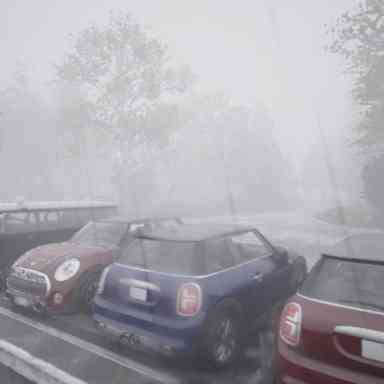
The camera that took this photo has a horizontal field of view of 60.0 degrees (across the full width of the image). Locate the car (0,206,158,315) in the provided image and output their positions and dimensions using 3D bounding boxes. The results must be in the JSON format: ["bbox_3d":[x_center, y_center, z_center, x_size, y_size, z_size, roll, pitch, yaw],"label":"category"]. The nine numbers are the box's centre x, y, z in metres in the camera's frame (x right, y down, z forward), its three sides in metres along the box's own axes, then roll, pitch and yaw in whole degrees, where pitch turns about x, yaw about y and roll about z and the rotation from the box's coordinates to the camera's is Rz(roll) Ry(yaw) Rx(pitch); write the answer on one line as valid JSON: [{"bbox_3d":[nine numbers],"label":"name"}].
[{"bbox_3d":[-1.731,1.363,7.789,2.185,1.767,4.553,0,0,35],"label":"car"}]

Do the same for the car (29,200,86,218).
[{"bbox_3d":[-12.715,1.581,31.607,2.002,1.452,4.674,0,0,35],"label":"car"}]

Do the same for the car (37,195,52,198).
[{"bbox_3d":[-10.361,1.282,29.901,2.435,2.045,5.566,0,0,35],"label":"car"}]

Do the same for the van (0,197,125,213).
[{"bbox_3d":[-4.102,1.269,9.293,1.878,1.987,4.442,0,0,35],"label":"van"}]

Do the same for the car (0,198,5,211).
[{"bbox_3d":[-26.338,1.617,41.070,1.946,1.575,5.366,0,0,35],"label":"car"}]

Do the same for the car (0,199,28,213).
[{"bbox_3d":[-21.708,1.619,37.968,2.163,1.488,4.792,0,0,35],"label":"car"}]

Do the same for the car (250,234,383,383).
[{"bbox_3d":[2.802,1.351,4.489,2.185,1.767,4.553,0,0,35],"label":"car"}]

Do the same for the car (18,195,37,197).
[{"bbox_3d":[-17.170,1.310,34.744,2.435,2.045,5.566,0,0,35],"label":"car"}]

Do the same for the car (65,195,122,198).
[{"bbox_3d":[-8.192,1.276,28.359,2.435,2.045,5.566,0,0,35],"label":"car"}]

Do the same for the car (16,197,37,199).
[{"bbox_3d":[-14.885,1.551,33.147,2.097,1.535,5.008,0,0,35],"label":"car"}]

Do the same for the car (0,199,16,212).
[{"bbox_3d":[-23.964,1.605,39.602,2.097,1.535,5.008,0,0,35],"label":"car"}]

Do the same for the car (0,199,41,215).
[{"bbox_3d":[-19.404,1.604,36.402,2.163,1.488,4.792,0,0,35],"label":"car"}]

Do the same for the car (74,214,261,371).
[{"bbox_3d":[0.517,1.357,6.114,2.185,1.767,4.553,0,0,35],"label":"car"}]
